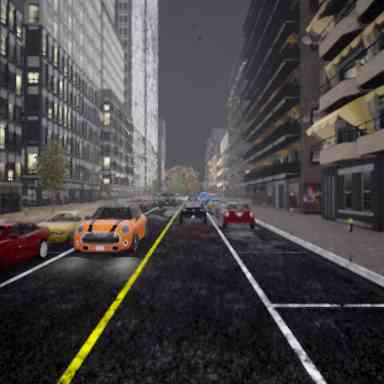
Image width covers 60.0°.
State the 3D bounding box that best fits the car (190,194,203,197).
[{"bbox_3d":[0.102,1.307,45.224,2.033,1.411,5.357,0,0,0],"label":"car"}]

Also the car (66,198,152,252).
[{"bbox_3d":[-3.069,1.279,13.398,2.097,1.767,4.553,0,0,0],"label":"car"}]

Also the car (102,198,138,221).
[{"bbox_3d":[-5.675,1.299,26.564,1.967,1.590,4.097,1,0,0],"label":"car"}]

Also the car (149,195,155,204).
[{"bbox_3d":[-5.676,1.343,37.880,1.887,1.381,4.507,1,0,0],"label":"car"}]

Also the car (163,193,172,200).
[{"bbox_3d":[-5.672,1.031,77.480,1.967,1.590,4.097,1,0,0],"label":"car"}]

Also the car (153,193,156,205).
[{"bbox_3d":[-5.675,1.290,49.194,2.008,1.369,4.403,1,0,0],"label":"car"}]

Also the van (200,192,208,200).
[{"bbox_3d":[2.710,0.932,77.485,1.690,1.788,3.998,1,0,0],"label":"van"}]

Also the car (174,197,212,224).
[{"bbox_3d":[0.083,1.366,23.686,2.128,1.511,4.902,0,0,0],"label":"car"}]

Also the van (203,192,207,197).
[{"bbox_3d":[2.708,1.110,43.542,1.690,1.788,3.998,1,0,0],"label":"van"}]

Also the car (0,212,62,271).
[{"bbox_3d":[-5.678,1.493,9.593,1.887,1.381,4.507,1,0,0],"label":"car"}]

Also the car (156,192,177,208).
[{"bbox_3d":[-3.085,0.990,43.588,2.150,2.045,5.566,0,0,0],"label":"car"}]

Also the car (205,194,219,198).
[{"bbox_3d":[2.705,1.324,38.056,1.752,1.417,4.829,1,0,0],"label":"car"}]

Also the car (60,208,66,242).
[{"bbox_3d":[-5.677,1.445,15.081,1.752,1.417,4.829,1,0,0],"label":"car"}]

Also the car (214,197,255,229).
[{"bbox_3d":[2.705,1.329,20.913,1.967,1.590,4.097,1,0,0],"label":"car"}]

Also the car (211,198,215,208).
[{"bbox_3d":[2.703,1.425,26.571,1.947,1.339,4.313,1,0,0],"label":"car"}]

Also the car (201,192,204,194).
[{"bbox_3d":[2.707,1.180,49.199,1.967,1.590,4.097,1,0,0],"label":"car"}]

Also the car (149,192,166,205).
[{"bbox_3d":[-5.671,1.024,54.850,2.192,1.841,5.009,1,0,0],"label":"car"}]
